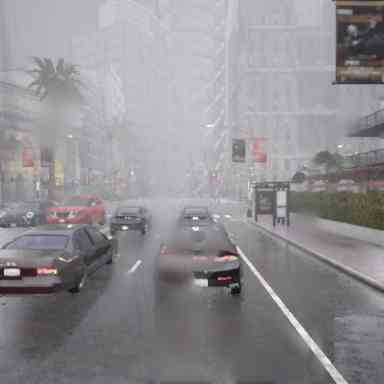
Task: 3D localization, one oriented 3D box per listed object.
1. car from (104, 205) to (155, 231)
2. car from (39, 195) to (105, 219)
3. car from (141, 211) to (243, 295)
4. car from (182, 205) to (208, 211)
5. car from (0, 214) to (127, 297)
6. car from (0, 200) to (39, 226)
[{"bbox_3d":[-3.314,1.511,18.919,1.837,1.490,4.892,0,0,0],"label":"car"},{"bbox_3d":[-6.932,1.230,20.572,2.150,2.045,5.566,0,0,1],"label":"car"},{"bbox_3d":[0.147,1.495,8.688,2.128,1.511,4.902,0,0,0],"label":"car"},{"bbox_3d":[0.182,1.511,18.543,1.837,1.490,4.892,0,0,0],"label":"car"},{"bbox_3d":[-3.358,1.550,8.749,2.033,1.411,5.357,0,0,0],"label":"car"},{"bbox_3d":[-10.418,1.357,21.684,2.097,1.767,4.553,0,0,1],"label":"car"}]
